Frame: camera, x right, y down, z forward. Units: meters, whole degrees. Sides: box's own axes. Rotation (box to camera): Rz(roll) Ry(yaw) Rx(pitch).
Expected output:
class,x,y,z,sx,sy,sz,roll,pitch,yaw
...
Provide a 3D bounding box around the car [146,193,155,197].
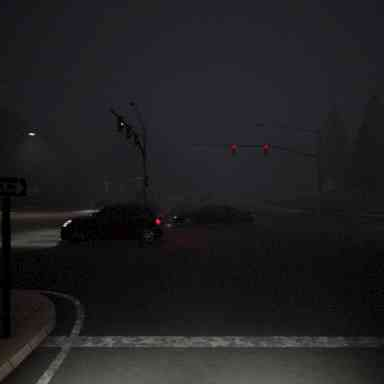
class,x,y,z,sx,sy,sz,roll,pitch,yaw
car,-8.497,1.221,65.447,2.150,2.045,5.566,0,0,0

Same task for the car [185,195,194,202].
class,x,y,z,sx,sy,sz,roll,pitch,yaw
car,-0.575,1.478,73.028,1.882,1.535,5.008,0,0,-1

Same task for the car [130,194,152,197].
class,x,y,z,sx,sy,sz,roll,pitch,yaw
car,-8.391,1.547,54.741,2.033,1.411,5.357,0,0,-1

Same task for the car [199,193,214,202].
class,x,y,z,sx,sy,sz,roll,pitch,yaw
car,2.927,1.225,72.992,2.150,2.045,5.566,0,0,-1

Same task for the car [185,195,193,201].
class,x,y,z,sx,sy,sz,roll,pitch,yaw
car,-0.732,1.504,83.467,1.994,1.385,4.181,0,0,-1

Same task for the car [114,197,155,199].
class,x,y,z,sx,sy,sz,roll,pitch,yaw
car,-3.686,1.352,18.642,4.553,1.767,2.097,0,0,0

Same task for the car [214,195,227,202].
class,x,y,z,sx,sy,sz,roll,pitch,yaw
car,6.419,1.524,73.508,1.812,1.442,4.674,0,0,-1

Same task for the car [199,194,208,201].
class,x,y,z,sx,sy,sz,roll,pitch,yaw
car,2.767,1.319,83.515,2.097,1.767,4.553,0,0,-1

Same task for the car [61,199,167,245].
class,x,y,z,sx,sy,sz,roll,pitch,yaw
car,-3.497,1.352,15.142,4.553,1.767,2.097,0,0,0

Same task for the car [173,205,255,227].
class,x,y,z,sx,sy,sz,roll,pitch,yaw
car,1.457,1.547,22.178,5.357,1.411,2.033,0,0,0

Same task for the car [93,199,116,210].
class,x,y,z,sx,sy,sz,roll,pitch,yaw
car,-11.752,1.601,44.967,1.895,1.301,4.718,0,0,-1

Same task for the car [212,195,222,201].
class,x,y,z,sx,sy,sz,roll,pitch,yaw
car,6.267,1.481,83.583,2.128,1.511,4.902,0,0,-1
